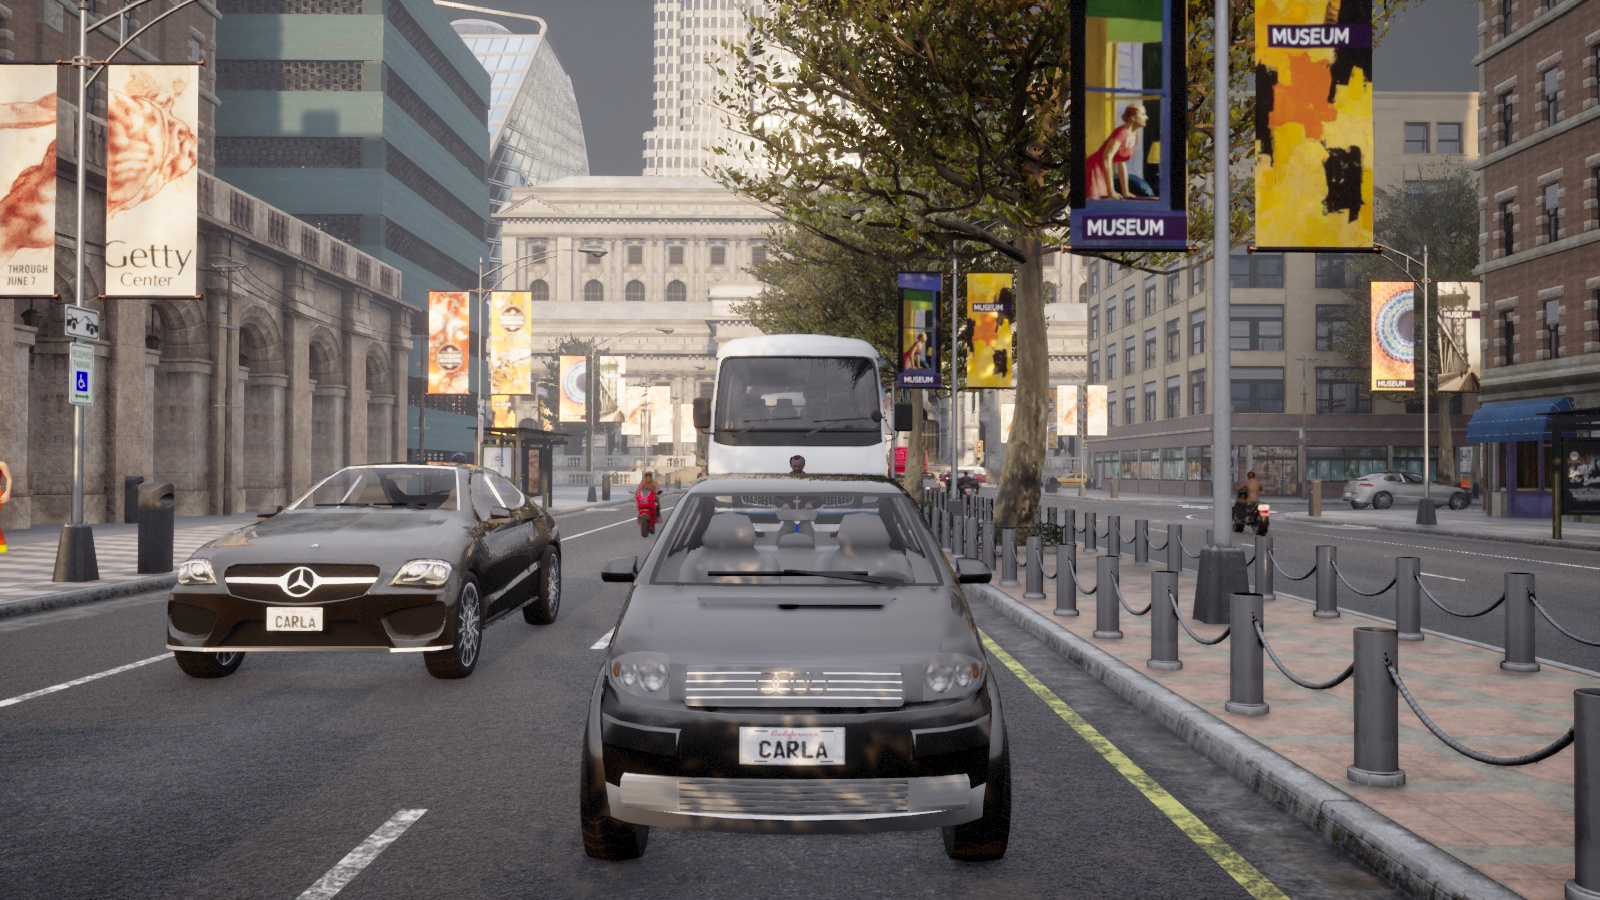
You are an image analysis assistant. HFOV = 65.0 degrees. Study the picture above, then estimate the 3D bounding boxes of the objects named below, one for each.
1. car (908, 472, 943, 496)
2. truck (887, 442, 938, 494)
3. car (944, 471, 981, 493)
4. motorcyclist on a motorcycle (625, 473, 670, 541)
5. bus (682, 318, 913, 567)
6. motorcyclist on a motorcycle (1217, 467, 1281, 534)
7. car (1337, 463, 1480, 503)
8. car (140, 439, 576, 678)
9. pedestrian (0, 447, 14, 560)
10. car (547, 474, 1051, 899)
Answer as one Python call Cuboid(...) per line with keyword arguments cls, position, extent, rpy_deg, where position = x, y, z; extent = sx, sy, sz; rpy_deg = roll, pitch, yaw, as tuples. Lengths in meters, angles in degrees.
Cuboid(cls="car", position=(7.865, 2.123, 79.165), extent=(1.845, 1.501, 3.633), rpy_deg=(0, -1, 0))
Cuboid(cls="truck", position=(7.820, 1.282, 88.391), extent=(2.891, 3.462, 7.936), rpy_deg=(0, -1, 0))
Cuboid(cls="car", position=(11.302, 2.213, 87.519), extent=(1.882, 1.535, 5.008), rpy_deg=(0, -1, 0))
Cuboid(cls="motorcyclist on a motorcycle", position=(-3.550, 1.304, 29.427), extent=(0.797, 1.523, 2.044), rpy_deg=(0, -1, 0))
Cuboid(cls="bus", position=(-0.050, -0.115, 26.680), extent=(3.944, 4.253, 10.273), rpy_deg=(0, 0, 0))
Cuboid(cls="motorcyclist on a motorcycle", position=(11.446, 1.257, 32.110), extent=(0.766, 1.649, 2.350), rpy_deg=(0, -1, 0))
Cuboid(cls="car", position=(25.728, 1.382, 53.222), extent=(5.027, 1.651, 2.152), rpy_deg=(0, -1, -4))
Cuboid(cls="car", position=(-3.521, 0.796, 11.253), extent=(2.152, 1.651, 5.027), rpy_deg=(0, -1, 0))
Cuboid(cls="pedestrian", position=(-13.159, 0.867, 20.456), extent=(0.345, 1.836, 0.594), rpy_deg=(0, -1, 0))
Cuboid(cls="car", position=(-0.010, 0.899, 6.324), extent=(1.789, 1.549, 3.705), rpy_deg=(0, -1, 0))
